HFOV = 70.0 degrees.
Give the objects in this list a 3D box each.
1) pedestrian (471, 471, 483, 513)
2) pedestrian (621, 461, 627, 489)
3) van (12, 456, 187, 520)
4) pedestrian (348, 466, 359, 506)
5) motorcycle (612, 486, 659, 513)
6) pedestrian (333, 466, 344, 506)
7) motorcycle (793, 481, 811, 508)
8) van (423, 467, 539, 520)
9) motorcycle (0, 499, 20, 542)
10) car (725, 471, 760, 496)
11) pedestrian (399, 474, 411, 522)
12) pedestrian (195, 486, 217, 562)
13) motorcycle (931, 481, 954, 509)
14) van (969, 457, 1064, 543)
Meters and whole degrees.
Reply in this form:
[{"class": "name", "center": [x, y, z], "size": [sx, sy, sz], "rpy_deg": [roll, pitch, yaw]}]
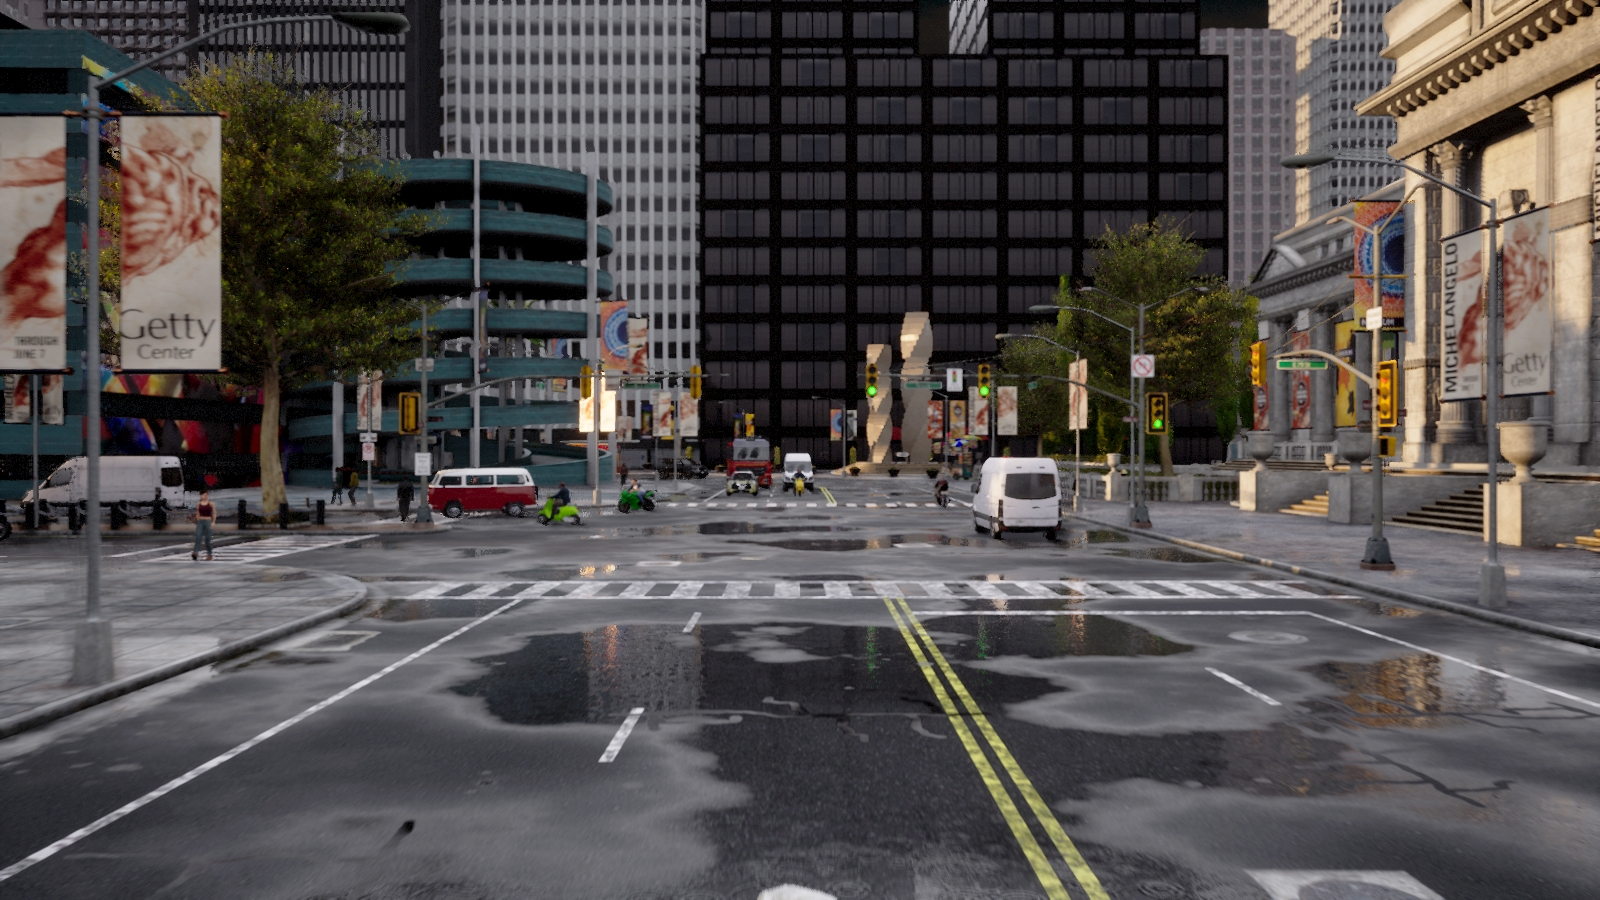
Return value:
[{"class": "pedestrian", "center": [-14.401, 1.849, 50.898], "size": [0.375, 1.860, 0.375], "rpy_deg": [0, 0, 34]}, {"class": "pedestrian", "center": [-11.738, 1.695, 76.242], "size": [0.375, 1.860, 0.375], "rpy_deg": [0, 0, 2]}, {"class": "van", "center": [-28.560, 1.534, 46.725], "size": [5.915, 2.561, 1.988], "rpy_deg": [0, 0, 0]}, {"class": "pedestrian", "center": [-20.892, 1.696, 53.488], "size": [0.375, 1.860, 0.375], "rpy_deg": [0, 0, 1]}, {"class": "motorcycle", "center": [-7.335, 2.212, 51.018], "size": [0.803, 1.145, 2.033], "rpy_deg": [-2, -1, 44]}, {"class": "pedestrian", "center": [-21.693, 1.696, 53.703], "size": [0.375, 1.860, 0.375], "rpy_deg": [0, 0, 8]}, {"class": "motorcycle", "center": [0.098, 2.181, 56.064], "size": [0.856, 1.236, 1.805], "rpy_deg": [0, 0, 0]}, {"class": "van", "center": [-13.321, 1.782, 47.681], "size": [4.480, 2.038, 2.069], "rpy_deg": [0, 0, -22]}, {"class": "motorcycle", "center": [-25.503, 2.169, 35.241], "size": [2.356, 1.277, 0.764], "rpy_deg": [0, 0, 0]}, {"class": "car", "center": [-3.549, 2.064, 71.064], "size": [1.970, 1.475, 3.806], "rpy_deg": [0, 0, 0]}, {"class": "pedestrian", "center": [-15.238, 1.848, 44.089], "size": [0.375, 1.860, 0.375], "rpy_deg": [0, 0, -27]}, {"class": "pedestrian", "center": [-14.847, 1.848, 28.566], "size": [0.375, 1.860, 0.375], "rpy_deg": [0, 0, -6]}, {"class": "motorcycle", "center": [6.993, 2.204, 56.214], "size": [0.867, 1.251, 2.209], "rpy_deg": [0, 0, 0]}, {"class": "van", "center": [6.989, 1.534, 37.530], "size": [1.988, 2.561, 5.915], "rpy_deg": [0, 0, 0]}]
